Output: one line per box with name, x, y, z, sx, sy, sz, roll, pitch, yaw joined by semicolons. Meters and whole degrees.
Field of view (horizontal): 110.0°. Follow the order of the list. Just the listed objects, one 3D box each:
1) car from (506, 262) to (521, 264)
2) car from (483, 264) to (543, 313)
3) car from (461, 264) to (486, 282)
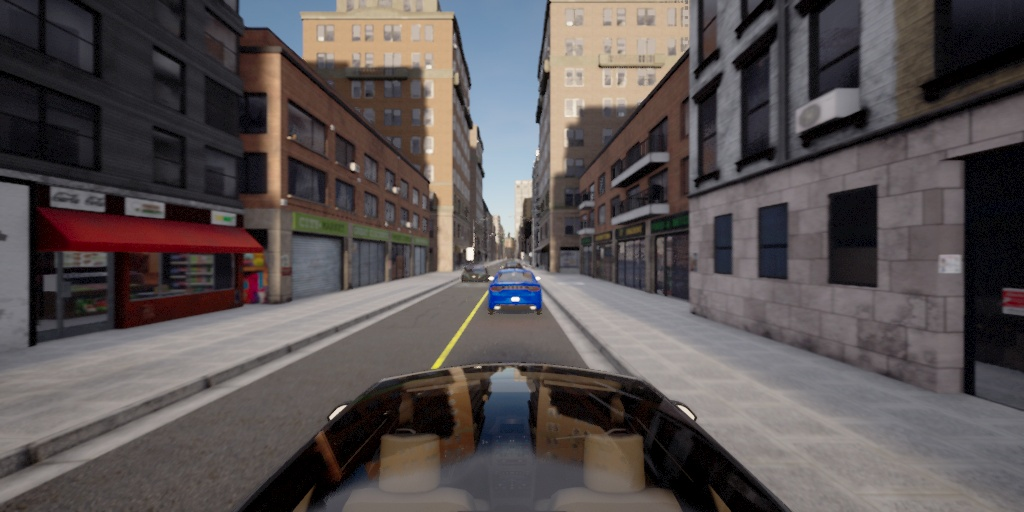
car;0.112;1.292;32.043;1.837;1.490;4.892;0;0;0
car;0.105;1.243;14.030;1.882;1.535;5.008;0;0;0
car;-2.835;1.347;28.596;1.994;1.385;4.181;0;0;0
